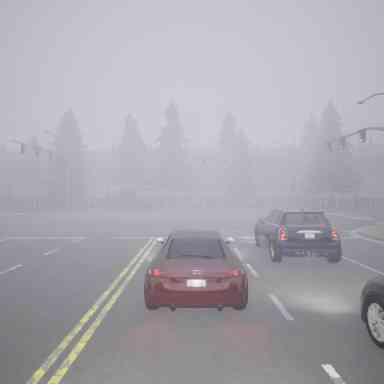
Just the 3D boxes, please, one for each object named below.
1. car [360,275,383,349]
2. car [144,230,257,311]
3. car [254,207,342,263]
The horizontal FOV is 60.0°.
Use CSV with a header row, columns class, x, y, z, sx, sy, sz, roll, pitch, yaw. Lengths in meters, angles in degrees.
class,x,y,z,sx,sy,sz,roll,pitch,yaw
car,3.589,1.505,3.356,1.837,1.490,4.892,0,0,0
car,0.075,1.564,7.826,1.994,1.385,4.181,0,0,0
car,3.627,1.352,12.200,2.097,1.767,4.553,0,0,2
